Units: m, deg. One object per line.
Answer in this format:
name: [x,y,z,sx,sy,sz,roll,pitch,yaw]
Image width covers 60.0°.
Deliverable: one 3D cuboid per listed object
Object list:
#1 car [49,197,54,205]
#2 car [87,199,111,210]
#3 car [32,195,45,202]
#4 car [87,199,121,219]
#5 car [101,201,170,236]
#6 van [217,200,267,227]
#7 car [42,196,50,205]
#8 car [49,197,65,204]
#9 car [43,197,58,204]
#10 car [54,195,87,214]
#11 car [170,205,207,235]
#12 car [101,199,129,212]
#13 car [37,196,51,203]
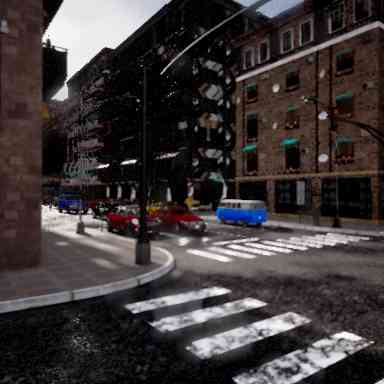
car: [-20.320,1.662,52.259,2.033,1.411,5.357,0,0,-36]
car: [-13.143,1.671,46.792,1.887,1.381,4.507,0,0,-36]
car: [-36.411,1.572,78.878,1.967,1.590,4.097,0,0,-36]
car: [-7.052,1.609,28.528,1.837,1.490,4.892,0,0,-36]
car: [-3.319,1.545,18.972,1.967,1.590,4.097,0,0,-36]
van: [3.477,1.489,23.877,1.690,1.788,3.998,0,0,-36]
car: [-26.292,1.593,60.513,1.882,1.535,5.008,0,0,-36]
car: [-26.440,1.679,65.128,2.008,1.369,4.403,0,0,-36]
car: [-29.764,1.680,69.712,2.008,1.369,4.403,0,0,-36]
car: [-13.309,1.319,37.177,2.150,2.045,5.566,0,0,-36]
car: [-1.019,1.644,20.212,1.812,1.442,4.674,0,0,-34]
car: [-9.820,1.672,42.209,1.887,1.381,4.507,0,0,-36]
car: [-33.089,1.674,74.296,1.887,1.381,4.507,0,0,-36]
